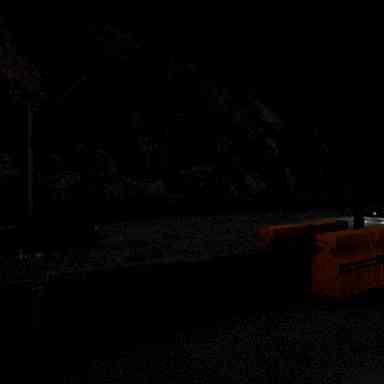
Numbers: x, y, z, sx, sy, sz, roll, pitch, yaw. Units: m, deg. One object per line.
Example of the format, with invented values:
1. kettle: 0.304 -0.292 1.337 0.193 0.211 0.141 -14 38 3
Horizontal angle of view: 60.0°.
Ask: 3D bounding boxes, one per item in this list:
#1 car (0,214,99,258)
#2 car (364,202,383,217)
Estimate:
1. car: -5.765 1.565 12.777 4.181 1.385 1.994 0 0 -35
2. car: 17.055 1.492 29.045 4.718 1.301 1.895 0 0 -35
